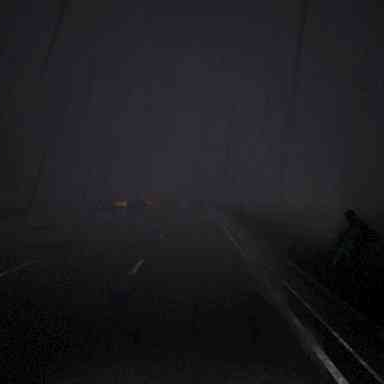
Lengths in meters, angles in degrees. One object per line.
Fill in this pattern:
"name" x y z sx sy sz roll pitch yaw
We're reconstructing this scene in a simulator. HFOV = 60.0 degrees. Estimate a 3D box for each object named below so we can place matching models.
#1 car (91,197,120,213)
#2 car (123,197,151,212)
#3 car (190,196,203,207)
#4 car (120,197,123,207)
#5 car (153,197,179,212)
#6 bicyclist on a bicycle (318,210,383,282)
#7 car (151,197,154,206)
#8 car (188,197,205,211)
"car" -9.956 1.564 37.821 1.994 1.385 4.181 0 0 1
"car" -6.436 1.478 39.493 1.882 1.535 5.008 0 0 1
"car" 0.712 1.477 51.739 1.882 1.535 5.008 0 0 1
"car" -9.839 1.477 47.731 1.882 1.535 5.008 0 0 1
"car" -2.946 1.477 38.665 1.882 1.535 5.008 0 0 1
"bicyclist on a bicycle" 3.726 1.257 7.597 1.656 1.620 0.582 3 0 2
"car" -6.310 1.477 49.953 1.882 1.535 5.008 0 0 1
"car" 0.587 1.490 41.420 2.128 1.511 4.902 0 0 1
